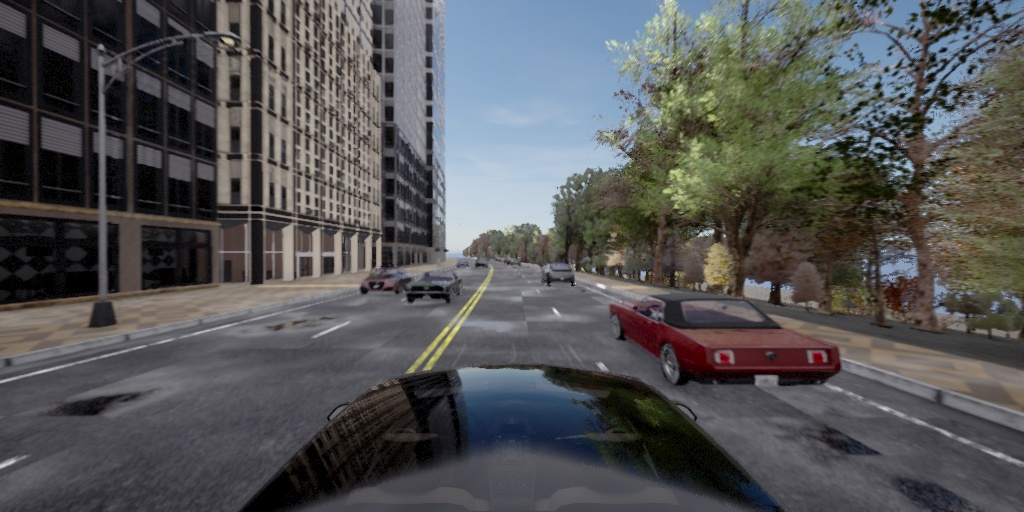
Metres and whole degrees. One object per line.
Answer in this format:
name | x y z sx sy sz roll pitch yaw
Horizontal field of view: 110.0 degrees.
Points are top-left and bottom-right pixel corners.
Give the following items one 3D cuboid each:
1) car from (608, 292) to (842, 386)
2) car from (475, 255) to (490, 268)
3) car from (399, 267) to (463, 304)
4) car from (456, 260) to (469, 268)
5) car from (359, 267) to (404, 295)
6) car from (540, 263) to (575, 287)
car | 3.334 1.347 6.921 1.895 1.301 4.718 0 0 0
car | -4.967 1.080 59.032 2.097 1.767 4.553 0 0 -3
car | -3.461 1.350 16.610 1.895 1.301 4.718 0 0 -1
car | -8.347 1.289 61.214 1.994 1.385 4.181 0 0 -3
car | -6.764 1.315 19.797 1.994 1.385 4.181 0 0 -1
car | 3.080 1.233 24.756 2.128 1.511 4.902 0 0 -1
